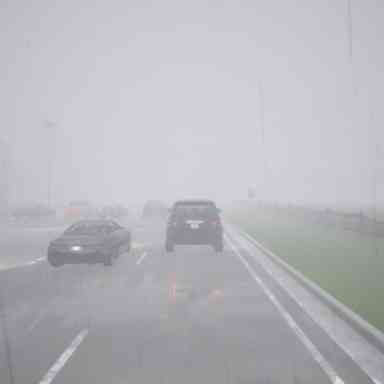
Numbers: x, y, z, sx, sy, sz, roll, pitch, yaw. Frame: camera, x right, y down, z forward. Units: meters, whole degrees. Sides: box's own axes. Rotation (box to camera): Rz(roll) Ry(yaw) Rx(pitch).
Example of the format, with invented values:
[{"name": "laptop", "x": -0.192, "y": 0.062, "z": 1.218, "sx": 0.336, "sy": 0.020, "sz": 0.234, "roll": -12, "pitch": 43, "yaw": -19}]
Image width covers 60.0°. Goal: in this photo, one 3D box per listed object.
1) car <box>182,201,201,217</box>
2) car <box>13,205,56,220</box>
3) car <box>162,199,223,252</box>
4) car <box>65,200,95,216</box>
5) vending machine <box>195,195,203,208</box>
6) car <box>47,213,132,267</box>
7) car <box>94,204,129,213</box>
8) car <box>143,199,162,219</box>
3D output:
[{"name": "car", "x": -0.151, "y": 1.767, "z": 35.768, "sx": 1.812, "sy": 1.442, "sz": 4.674, "roll": 0, "pitch": 0, "yaw": -3}, {"name": "car", "x": -13.947, "y": 1.801, "z": 29.840, "sx": 1.895, "sy": 1.301, "sz": 4.718, "roll": 0, "pitch": 0, "yaw": -1}, {"name": "car", "x": 0.093, "y": 1.322, "z": 14.575, "sx": 2.150, "sy": 2.045, "sz": 5.566, "roll": 0, "pitch": 0, "yaw": 0}, {"name": "car", "x": -10.518, "y": 1.567, "z": 32.156, "sx": 2.097, "sy": 1.767, "sz": 4.553, "roll": 0, "pitch": 0, "yaw": -2}, {"name": "vending machine", "x": 1.187, "y": 1.566, "z": 55.020, "sx": 1.100, "sy": 2.100, "sz": 0.880, "roll": 0, "pitch": 0, "yaw": -13}, {"name": "car", "x": -3.406, "y": 1.644, "z": 11.788, "sx": 1.994, "sy": 1.385, "sz": 4.181, "roll": 0, "pitch": 0, "yaw": 0}, {"name": "car", "x": -6.949, "y": 1.802, "z": 29.852, "sx": 1.895, "sy": 1.301, "sz": 4.718, "roll": 0, "pitch": 0, "yaw": -1}, {"name": "car", "x": -3.523, "y": 1.569, "z": 32.298, "sx": 2.097, "sy": 1.767, "sz": 4.553, "roll": 0, "pitch": 0, "yaw": -2}]
